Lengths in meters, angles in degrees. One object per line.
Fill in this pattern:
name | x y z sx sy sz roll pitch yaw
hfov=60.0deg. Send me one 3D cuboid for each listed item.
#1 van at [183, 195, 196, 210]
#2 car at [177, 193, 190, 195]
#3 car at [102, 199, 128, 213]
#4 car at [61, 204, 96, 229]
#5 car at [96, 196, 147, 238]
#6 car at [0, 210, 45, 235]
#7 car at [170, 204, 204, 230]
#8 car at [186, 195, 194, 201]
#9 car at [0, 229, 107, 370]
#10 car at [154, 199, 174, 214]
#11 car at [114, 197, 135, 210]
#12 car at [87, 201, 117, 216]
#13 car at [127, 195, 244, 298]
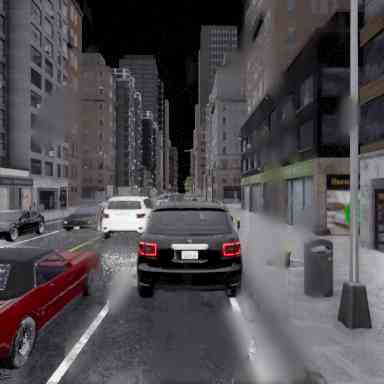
van | -0.287 1.343 43.983 1.690 1.788 3.998 0 0 0
car | -0.287 1.316 38.459 2.192 1.841 5.009 0 0 0
car | -8.813 1.567 38.453 1.947 1.339 4.313 0 0 0
car | -6.247 1.548 20.653 2.033 1.411 5.357 0 0 0
car | -3.141 1.226 17.725 2.150 2.045 5.566 0 0 0
car | -8.813 1.566 16.352 1.947 1.339 4.313 0 0 0
car | -0.287 1.551 21.888 2.008 1.369 4.403 0 0 0
car | -0.572 1.469 87.873 1.967 1.590 4.097 0 0 -1
car | -3.047 1.601 5.634 1.895 1.301 4.718 0 0 0
car | -3.049 1.527 36.981 1.812 1.442 4.674 0 0 0
car | -8.813 1.442 43.978 1.967 1.590 4.097 0 0 0
car | -8.813 1.583 32.928 1.802 1.307 4.206 0 0 0
car | -0.039 1.228 8.680 2.150 2.045 5.566 0 0 0
